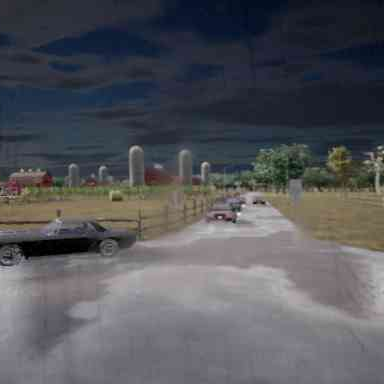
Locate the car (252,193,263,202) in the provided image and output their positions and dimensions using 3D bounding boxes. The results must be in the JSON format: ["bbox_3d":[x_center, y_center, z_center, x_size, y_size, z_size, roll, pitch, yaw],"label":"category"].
[{"bbox_3d":[12.307,1.058,62.409,1.882,1.535,5.008,-1,0,11],"label":"car"}]

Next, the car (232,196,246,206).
[{"bbox_3d":[7.243,1.278,50.941,1.994,1.385,4.181,-1,0,11],"label":"car"}]

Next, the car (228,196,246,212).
[{"bbox_3d":[4.477,1.363,36.274,2.033,1.411,5.357,-1,0,11],"label":"car"}]

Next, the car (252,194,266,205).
[{"bbox_3d":[9.841,1.278,48.993,1.895,1.301,4.718,-1,0,11],"label":"car"}]

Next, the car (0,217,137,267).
[{"bbox_3d":[-4.365,1.542,11.146,4.718,1.301,1.895,1,1,-30],"label":"car"}]

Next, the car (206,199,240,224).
[{"bbox_3d":[2.175,1.462,23.748,1.994,1.385,4.181,-1,0,10],"label":"car"}]
